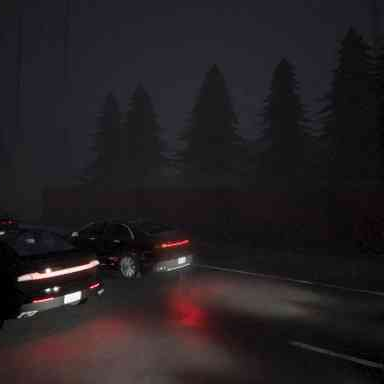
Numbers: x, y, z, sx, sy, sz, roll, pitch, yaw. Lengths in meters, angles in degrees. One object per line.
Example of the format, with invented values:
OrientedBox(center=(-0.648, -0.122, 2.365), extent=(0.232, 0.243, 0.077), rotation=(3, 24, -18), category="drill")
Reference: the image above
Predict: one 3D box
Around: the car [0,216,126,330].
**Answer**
OrientedBox(center=(-3.899, 1.492, 6.799), extent=(4.902, 1.511, 2.128), rotation=(0, 0, 36), category="car")

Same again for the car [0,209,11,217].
OrientedBox(center=(-9.971, 1.505, 15.473), extent=(4.892, 1.490, 1.837), rotation=(0, 0, 36), category="car")

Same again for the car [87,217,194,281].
OrientedBox(center=(-2.226, 1.505, 9.908), extent=(4.892, 1.490, 1.837), rotation=(0, 0, 36), category="car")
